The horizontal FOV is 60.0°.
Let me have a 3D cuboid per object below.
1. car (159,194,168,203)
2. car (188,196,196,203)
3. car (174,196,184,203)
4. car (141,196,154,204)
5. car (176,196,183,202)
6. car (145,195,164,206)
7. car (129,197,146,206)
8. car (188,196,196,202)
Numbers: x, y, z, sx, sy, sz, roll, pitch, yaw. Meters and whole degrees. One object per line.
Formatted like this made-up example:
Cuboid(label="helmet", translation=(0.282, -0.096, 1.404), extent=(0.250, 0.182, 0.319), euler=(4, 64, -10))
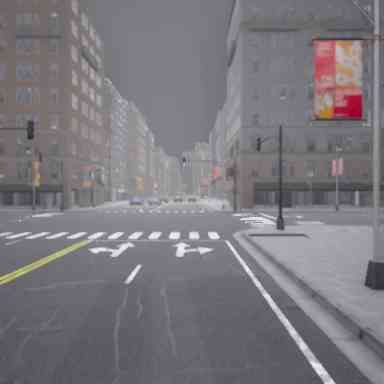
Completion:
Cuboid(label="car", translation=(-6.496, 1.470, 73.830), extent=(2.150, 2.045, 5.566), euler=(0, 0, 0))
Cuboid(label="car", translation=(0.005, 1.733, 77.064), extent=(1.882, 1.535, 5.008), euler=(0, 0, 0))
Cuboid(label="car", translation=(-3.245, 1.734, 77.098), extent=(1.882, 1.535, 5.008), euler=(0, 0, 0))
Cuboid(label="car", translation=(-9.746, 1.769, 73.531), extent=(2.128, 1.511, 4.902), euler=(0, 0, 0))
Cuboid(label="car", translation=(-3.245, 1.722, 87.514), extent=(1.882, 1.535, 5.008), euler=(0, 0, 0))
Cuboid(label="car", translation=(-6.536, 1.710, 58.453), extent=(1.812, 1.442, 4.674), euler=(0, 0, 1))
Cuboid(label="car", translation=(-9.788, 1.662, 58.450), extent=(1.882, 1.535, 5.008), euler=(0, 0, 0))
Cuboid(label="car", translation=(0.005, 1.797, 87.513), extent=(1.994, 1.385, 4.181), euler=(0, 0, 0))
